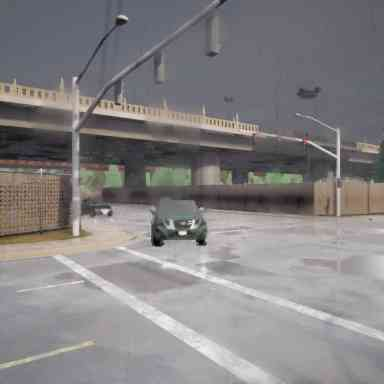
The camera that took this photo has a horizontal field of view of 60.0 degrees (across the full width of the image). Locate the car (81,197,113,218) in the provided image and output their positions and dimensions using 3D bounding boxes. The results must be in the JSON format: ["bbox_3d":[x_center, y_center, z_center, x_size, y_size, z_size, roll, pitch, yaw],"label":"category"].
[{"bbox_3d":[-8.939,1.547,30.831,2.128,1.511,4.902,0,0,-36],"label":"car"}]

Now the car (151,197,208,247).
[{"bbox_3d":[-0.728,1.258,15.617,2.150,2.045,5.566,0,0,-8],"label":"car"}]

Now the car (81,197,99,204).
[{"bbox_3d":[-19.747,1.619,64.291,1.994,1.385,4.181,0,0,-36],"label":"car"}]
